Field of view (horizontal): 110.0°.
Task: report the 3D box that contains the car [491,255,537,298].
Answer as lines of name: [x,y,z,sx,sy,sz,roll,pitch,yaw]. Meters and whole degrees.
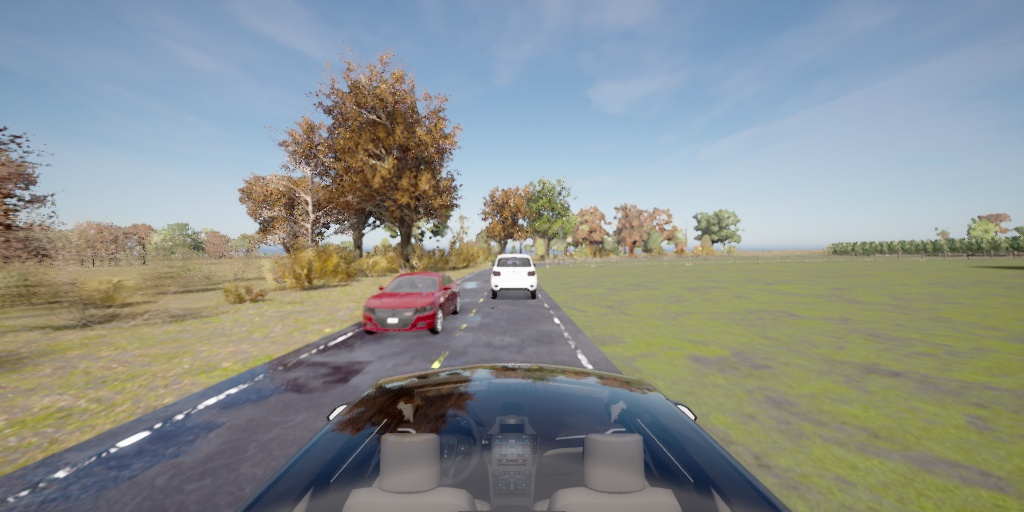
car: [0.095,0.957,18.641,2.150,2.045,5.566,0,0,0]

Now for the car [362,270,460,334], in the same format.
car: [-2.750,1.224,10.775,1.882,1.535,5.008,0,0,0]
